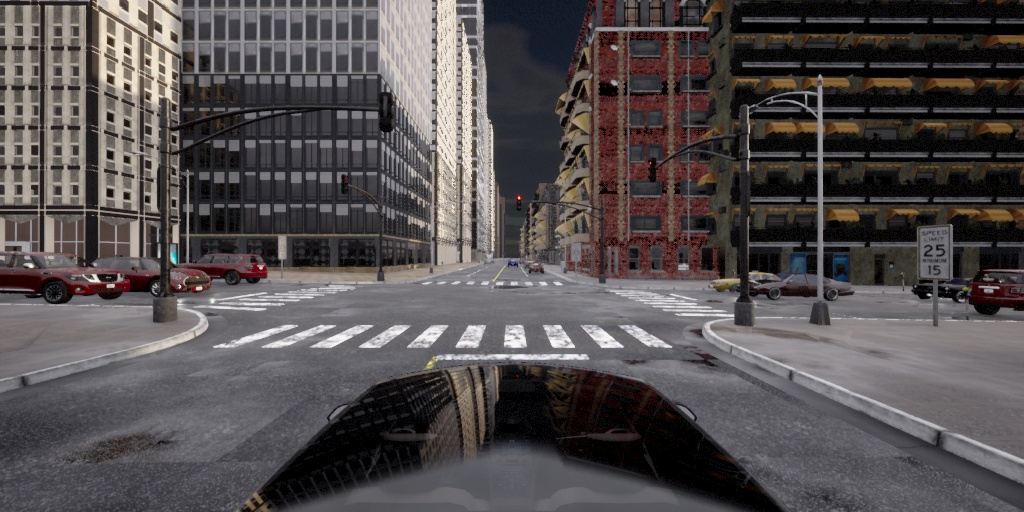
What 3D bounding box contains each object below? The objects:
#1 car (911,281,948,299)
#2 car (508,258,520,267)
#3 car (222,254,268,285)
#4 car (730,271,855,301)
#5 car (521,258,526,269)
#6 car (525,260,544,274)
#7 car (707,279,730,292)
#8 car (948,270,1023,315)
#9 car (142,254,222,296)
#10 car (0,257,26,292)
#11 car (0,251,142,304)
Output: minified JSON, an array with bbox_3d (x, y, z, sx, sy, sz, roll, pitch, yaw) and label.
[{"bbox_3d":[24.886,1.839,19.507,4.718,1.301,1.895,1,0,-1],"label":"car"},{"bbox_3d":[0.180,1.251,65.086,1.882,1.535,5.008,0,0,0],"label":"car"},{"bbox_3d":[-17.684,0.776,21.780,5.009,1.841,2.192,0,0,0],"label":"car"},{"bbox_3d":[15.256,1.610,19.435,5.357,1.411,2.033,1,0,0],"label":"car"},{"bbox_3d":[2.757,1.317,54.651,2.007,1.370,4.403,0,0,0],"label":"car"},{"bbox_3d":[2.791,1.341,41.734,1.802,1.307,4.207,0,0,0],"label":"car"},{"bbox_3d":[14.656,1.587,22.022,4.829,1.417,1.751,0,0,0],"label":"car"},{"bbox_3d":[20.614,1.461,13.718,5.009,1.841,2.192,0,0,0],"label":"car"},{"bbox_3d":[-16.271,0.825,16.035,4.553,1.767,2.097,1,0,-2],"label":"car"},{"bbox_3d":[-25.385,0.781,15.930,5.008,1.535,1.882,1,0,0],"label":"car"},{"bbox_3d":[-17.560,0.757,13.401,5.009,1.841,2.192,0,0,0],"label":"car"}]
